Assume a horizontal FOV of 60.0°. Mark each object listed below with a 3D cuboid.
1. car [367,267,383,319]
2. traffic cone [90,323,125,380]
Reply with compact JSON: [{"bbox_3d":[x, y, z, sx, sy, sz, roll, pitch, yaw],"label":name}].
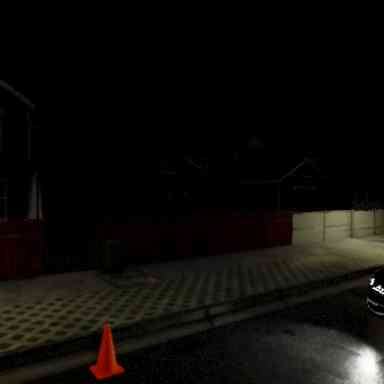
[{"bbox_3d":[5.253,1.603,6.461,4.892,1.490,1.837,1,-1,-37],"label":"car"},{"bbox_3d":[-1.078,1.974,4.236,0.340,0.580,0.340,1,-1,-35],"label":"traffic cone"}]
